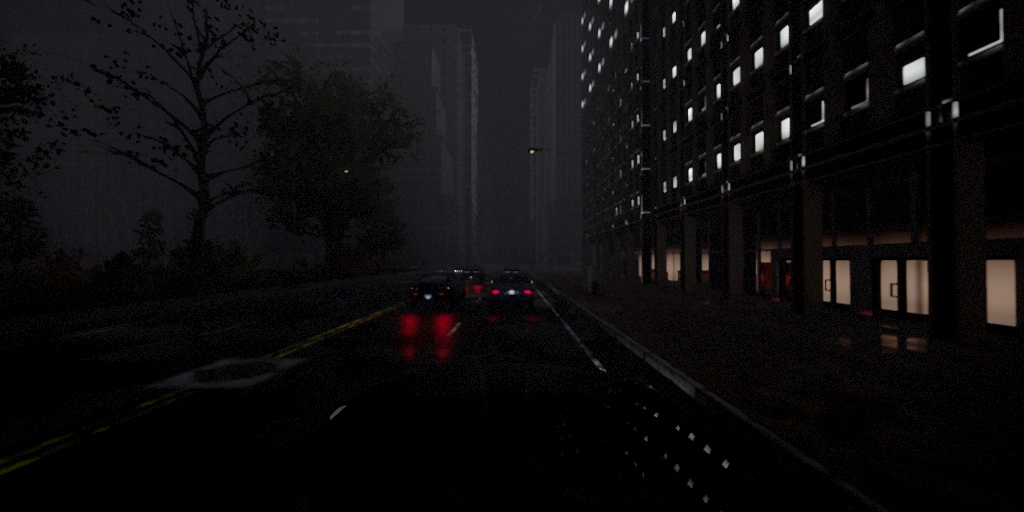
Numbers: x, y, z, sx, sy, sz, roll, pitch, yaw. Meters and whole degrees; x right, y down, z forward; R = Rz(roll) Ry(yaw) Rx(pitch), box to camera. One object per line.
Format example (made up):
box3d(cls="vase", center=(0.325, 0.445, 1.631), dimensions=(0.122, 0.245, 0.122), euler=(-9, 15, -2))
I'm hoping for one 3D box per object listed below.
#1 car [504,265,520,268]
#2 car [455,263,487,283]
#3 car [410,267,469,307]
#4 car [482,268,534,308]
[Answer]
box3d(cls="car", center=(-0.014, 1.531, 31.141), dimensions=(2.128, 1.511, 4.902), euler=(0, -1, 0))
box3d(cls="car", center=(-3.264, 1.531, 31.142), dimensions=(2.128, 1.511, 4.902), euler=(0, -1, 0))
box3d(cls="car", center=(-3.254, 1.411, 16.231), dimensions=(1.812, 1.442, 4.674), euler=(0, 0, 0))
box3d(cls="car", center=(-0.008, 1.429, 15.840), dimensions=(2.033, 1.411, 5.357), euler=(0, -1, 0))
